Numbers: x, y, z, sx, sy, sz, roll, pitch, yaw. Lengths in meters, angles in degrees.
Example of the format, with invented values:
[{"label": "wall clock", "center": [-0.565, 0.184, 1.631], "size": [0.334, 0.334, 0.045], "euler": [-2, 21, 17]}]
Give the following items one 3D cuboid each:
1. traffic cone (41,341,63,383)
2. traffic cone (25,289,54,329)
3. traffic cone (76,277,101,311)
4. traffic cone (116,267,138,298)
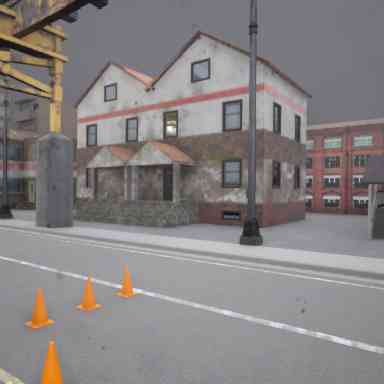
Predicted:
[{"label": "traffic cone", "center": [-1.552, 1.952, 3.679], "size": [0.340, 0.580, 0.340], "euler": [0, 0, 36]}, {"label": "traffic cone", "center": [-2.589, 1.949, 5.660], "size": [0.340, 0.580, 0.340], "euler": [0, 0, 36]}, {"label": "traffic cone", "center": [-2.004, 1.949, 6.471], "size": [0.340, 0.580, 0.340], "euler": [0, 0, 36]}, {"label": "traffic cone", "center": [-1.419, 1.949, 7.282], "size": [0.340, 0.580, 0.340], "euler": [0, 0, 36]}]
